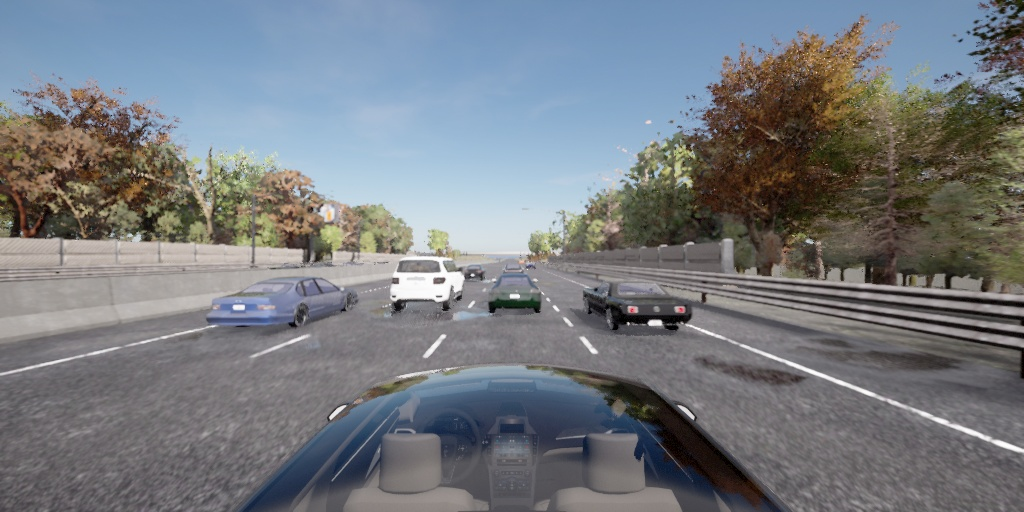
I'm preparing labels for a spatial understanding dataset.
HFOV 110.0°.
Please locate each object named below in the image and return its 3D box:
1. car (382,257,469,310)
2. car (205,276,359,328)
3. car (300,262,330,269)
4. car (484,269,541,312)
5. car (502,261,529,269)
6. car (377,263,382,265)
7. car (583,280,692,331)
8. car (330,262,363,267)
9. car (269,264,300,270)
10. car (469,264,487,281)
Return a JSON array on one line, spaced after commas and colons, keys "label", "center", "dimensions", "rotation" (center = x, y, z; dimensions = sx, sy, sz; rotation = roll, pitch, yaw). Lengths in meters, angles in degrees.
[{"label": "car", "center": [-3.398, 1.066, 15.353], "dimensions": [2.150, 2.045, 5.566], "rotation": [0, 0, 0]}, {"label": "car", "center": [-6.899, 1.366, 11.570], "dimensions": [2.033, 1.411, 5.357], "rotation": [0, 0, 0]}, {"label": "car", "center": [-24.568, 1.578, 46.114], "dimensions": [1.837, 1.490, 4.892], "rotation": [0, -1, 0]}, {"label": "car", "center": [0.103, 1.403, 14.642], "dimensions": [1.994, 1.385, 4.181], "rotation": [0, 0, 0]}, {"label": "car", "center": [0.109, 1.458, 32.261], "dimensions": [2.128, 1.511, 4.902], "rotation": [0, 0, 0]}, {"label": "car", "center": [-17.568, 1.651, 48.178], "dimensions": [1.994, 1.385, 4.181], "rotation": [0, 0, 0]}, {"label": "car", "center": [3.564, 1.397, 11.232], "dimensions": [1.895, 1.301, 4.718], "rotation": [0, 0, -1]}, {"label": "car", "center": [-21.075, 1.567, 46.726], "dimensions": [2.128, 1.511, 4.902], "rotation": [0, 0, 0]}, {"label": "car", "center": [-28.074, 1.663, 44.898], "dimensions": [1.895, 1.301, 4.718], "rotation": [0, 0, 0]}, {"label": "car", "center": [-3.407, 1.501, 33.401], "dimensions": [1.812, 1.442, 4.674], "rotation": [0, 0, 0]}]
